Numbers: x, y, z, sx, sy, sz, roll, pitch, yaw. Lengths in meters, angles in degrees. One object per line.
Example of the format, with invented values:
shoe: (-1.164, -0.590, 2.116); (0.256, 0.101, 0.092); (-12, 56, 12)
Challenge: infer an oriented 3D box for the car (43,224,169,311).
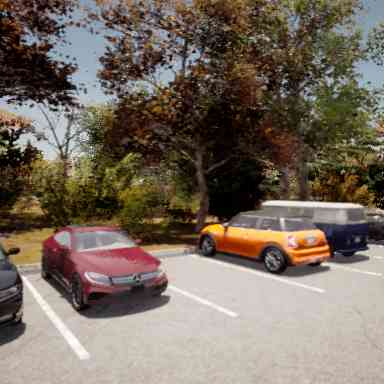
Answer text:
car: (-2.358, 1.545, 8.125); (2.002, 1.452, 4.674); (1, 0, -35)

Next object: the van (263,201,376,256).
van: (4.377, 1.375, 13.064); (1.878, 1.987, 4.442); (1, -1, -35)

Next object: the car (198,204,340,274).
car: (2.198, 1.442, 11.329); (2.185, 1.767, 4.553); (1, -1, -35)

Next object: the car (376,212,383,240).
car: (8.979, 1.716, 16.202); (2.002, 1.452, 4.674); (1, -1, -36)

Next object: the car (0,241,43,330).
car: (-4.630, 1.479, 6.512); (2.097, 1.535, 5.008); (0, 0, -35)
